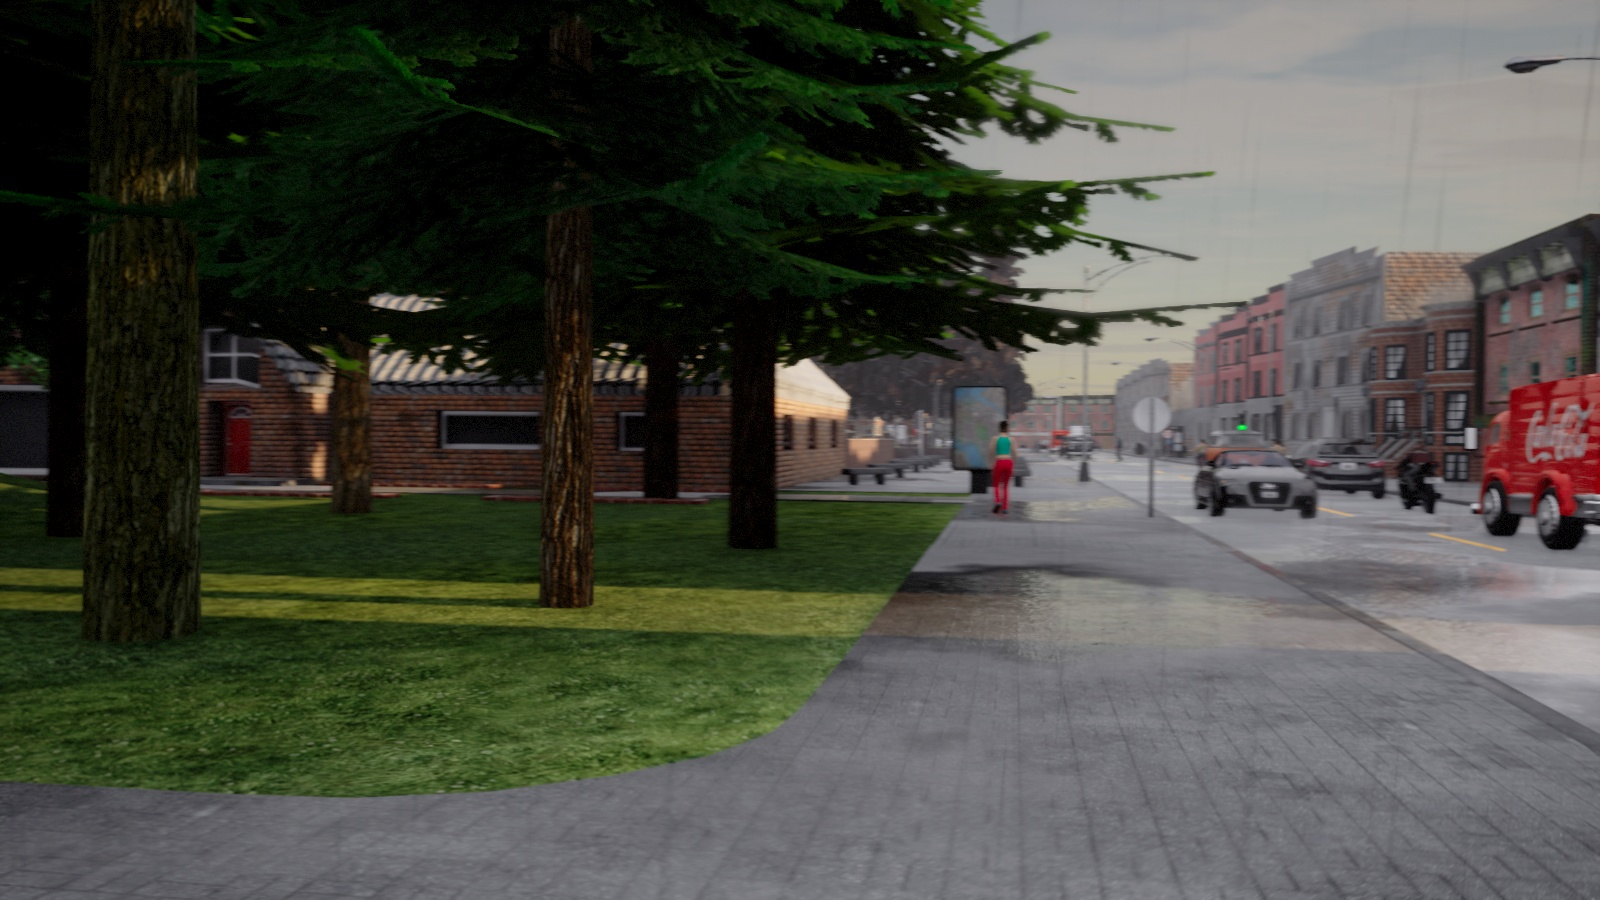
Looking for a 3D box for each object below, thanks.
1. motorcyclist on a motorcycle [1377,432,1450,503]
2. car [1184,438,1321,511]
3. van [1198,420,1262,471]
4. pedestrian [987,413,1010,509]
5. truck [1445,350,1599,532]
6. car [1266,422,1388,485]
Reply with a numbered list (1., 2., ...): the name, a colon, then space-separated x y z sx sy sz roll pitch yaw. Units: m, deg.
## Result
1. motorcyclist on a motorcycle: 13.780 0.367 28.269 0.866 1.530 2.191 -1 1 9
2. car: 9.429 0.468 26.500 1.994 1.385 4.181 -1 1 9
3. van: 17.725 -0.212 51.968 1.775 1.987 4.442 -1 1 9
4. pedestrian: 3.831 0.206 24.266 0.345 1.836 0.594 -1 1 1
5. truck: 12.301 -0.071 19.418 2.627 2.467 5.204 -1 -1 9
6. car: 15.112 0.076 36.265 2.242 1.667 4.611 -1 1 10
